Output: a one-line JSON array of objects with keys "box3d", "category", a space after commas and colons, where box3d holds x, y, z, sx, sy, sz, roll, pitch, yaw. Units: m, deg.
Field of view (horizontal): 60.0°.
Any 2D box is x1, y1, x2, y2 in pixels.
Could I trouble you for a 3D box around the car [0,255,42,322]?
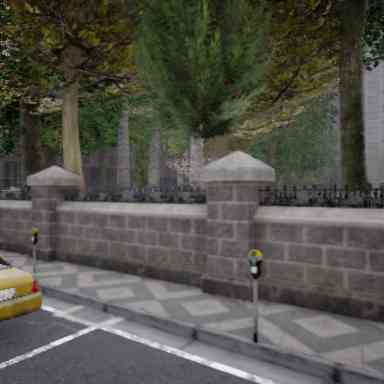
[{"box3d": [-4.788, 1.532, 6.279, 4.829, 1.417, 1.752, 0, 0, 35], "category": "car"}]
